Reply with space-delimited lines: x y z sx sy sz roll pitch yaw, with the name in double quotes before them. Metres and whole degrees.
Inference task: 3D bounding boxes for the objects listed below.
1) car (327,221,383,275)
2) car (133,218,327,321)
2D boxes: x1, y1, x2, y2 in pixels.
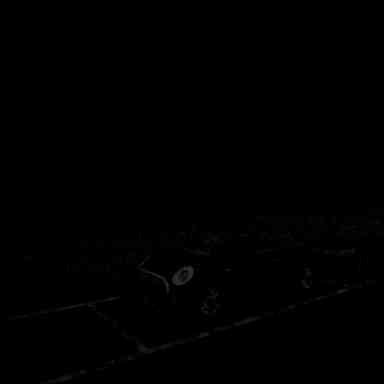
"car" 5.256 1.577 10.397 4.206 1.307 1.802 0 0 -35
"car" 0.788 1.437 7.211 4.097 1.590 1.967 0 0 -35
